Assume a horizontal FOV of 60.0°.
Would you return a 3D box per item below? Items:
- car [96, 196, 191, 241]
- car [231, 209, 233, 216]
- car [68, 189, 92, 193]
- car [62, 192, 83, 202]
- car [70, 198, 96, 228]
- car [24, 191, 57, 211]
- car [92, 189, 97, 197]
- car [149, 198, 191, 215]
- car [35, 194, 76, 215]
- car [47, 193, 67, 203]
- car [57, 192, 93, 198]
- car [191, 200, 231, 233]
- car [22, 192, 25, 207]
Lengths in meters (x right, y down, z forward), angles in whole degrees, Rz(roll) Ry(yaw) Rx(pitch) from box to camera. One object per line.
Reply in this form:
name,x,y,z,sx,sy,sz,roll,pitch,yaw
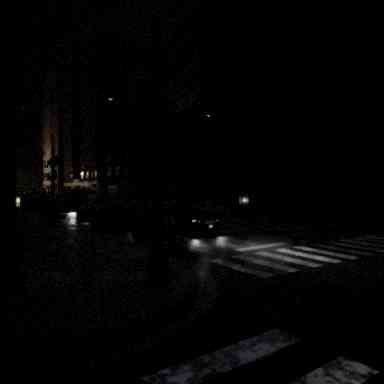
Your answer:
car,-2.539,1.172,16.084,2.192,1.841,5.009,1,0,-36
car,1.076,1.283,25.645,1.752,1.417,4.829,1,0,-36
car,-15.543,0.675,44.246,2.150,2.045,5.566,0,1,-33
car,-20.108,0.786,55.847,1.882,1.535,5.008,0,1,-36
car,-5.747,1.326,20.532,1.887,1.381,4.507,1,0,-36
car,-15.356,1.011,33.875,1.967,1.590,4.097,1,0,-36
car,-16.060,0.607,50.168,2.150,2.045,5.566,0,1,-36
car,-2.029,1.269,29.956,1.802,1.307,4.206,1,0,-36
car,-12.154,1.184,29.427,1.887,1.381,4.507,1,0,-36
car,-21.055,0.910,51.791,1.994,1.385,4.181,0,1,-36
car,-12.075,1.091,34.037,1.837,1.490,4.892,0,1,-35
car,-0.448,1.338,17.896,2.128,1.511,4.902,0,1,-34
car,-18.562,1.056,38.323,2.008,1.369,4.403,1,0,-36
